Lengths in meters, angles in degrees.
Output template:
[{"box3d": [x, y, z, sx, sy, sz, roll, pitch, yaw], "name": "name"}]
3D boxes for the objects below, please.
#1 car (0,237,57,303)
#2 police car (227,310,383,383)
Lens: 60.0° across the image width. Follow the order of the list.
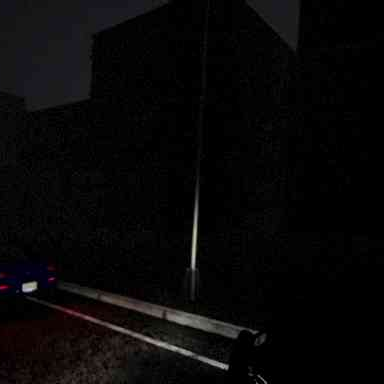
[{"box3d": [-5.200, 1.862, 8.321, 4.674, 1.442, 1.812, -2, -3, 37], "name": "car"}, {"box3d": [2.682, 1.574, 2.222, 5.238, 1.638, 1.930, -1, -3, 39], "name": "police car"}]
